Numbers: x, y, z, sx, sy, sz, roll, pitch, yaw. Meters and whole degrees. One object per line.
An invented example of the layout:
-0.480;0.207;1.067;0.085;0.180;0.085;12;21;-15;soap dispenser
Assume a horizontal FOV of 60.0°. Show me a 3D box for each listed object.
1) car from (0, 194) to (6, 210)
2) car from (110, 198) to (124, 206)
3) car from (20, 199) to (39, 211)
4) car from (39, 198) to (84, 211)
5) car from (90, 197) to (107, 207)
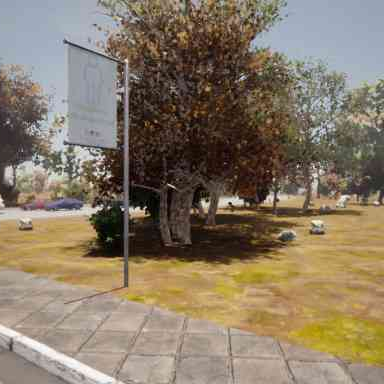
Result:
-21.415;1.221;32.591;2.150;2.045;5.566;0;0;39;car
-9.193;1.556;48.090;1.895;1.301;4.718;0;0;37;car
-18.958;1.556;41.288;1.994;1.385;4.181;0;0;39;car
-15.397;1.515;40.152;1.812;1.442;4.674;0;0;38;car
-12.699;1.466;49.274;1.837;1.490;4.892;0;0;38;car
